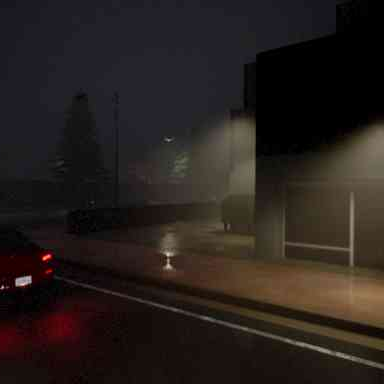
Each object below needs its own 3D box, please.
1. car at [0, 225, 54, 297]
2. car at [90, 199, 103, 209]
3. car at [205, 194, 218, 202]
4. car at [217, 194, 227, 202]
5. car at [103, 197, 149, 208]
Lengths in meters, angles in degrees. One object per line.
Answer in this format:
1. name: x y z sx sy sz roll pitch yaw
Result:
1. car: -4.944 1.457 7.535 4.674 1.442 1.812 1 0 37
2. car: -9.686 1.315 38.455 1.994 1.385 4.181 1 0 36
3. car: 4.263 1.108 56.804 2.097 1.767 4.553 1 1 42
4. car: 6.686 1.311 54.285 1.812 1.442 4.674 1 0 42
5. car: -6.800 1.272 36.475 2.128 1.511 4.902 1 0 36
